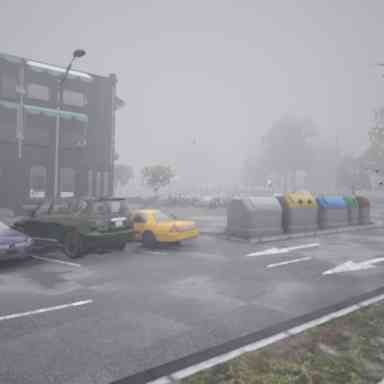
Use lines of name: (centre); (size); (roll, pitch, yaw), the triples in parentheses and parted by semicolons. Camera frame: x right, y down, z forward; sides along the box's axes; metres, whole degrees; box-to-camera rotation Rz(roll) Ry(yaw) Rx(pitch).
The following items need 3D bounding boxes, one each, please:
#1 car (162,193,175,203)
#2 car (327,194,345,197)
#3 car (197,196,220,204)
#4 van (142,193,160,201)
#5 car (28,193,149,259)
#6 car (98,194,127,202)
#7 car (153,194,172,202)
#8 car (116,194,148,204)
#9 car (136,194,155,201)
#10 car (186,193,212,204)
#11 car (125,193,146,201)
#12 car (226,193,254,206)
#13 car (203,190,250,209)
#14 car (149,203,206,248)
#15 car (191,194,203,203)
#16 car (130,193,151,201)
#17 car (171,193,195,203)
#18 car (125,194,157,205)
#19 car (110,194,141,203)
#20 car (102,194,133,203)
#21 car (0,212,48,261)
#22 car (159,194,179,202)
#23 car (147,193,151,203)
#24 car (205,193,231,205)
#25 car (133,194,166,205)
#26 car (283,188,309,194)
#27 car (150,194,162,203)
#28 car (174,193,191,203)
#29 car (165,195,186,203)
car: (-1.090, 0.976, 41.629); (2.185, 1.767, 4.553); (0, -1, 35)
car: (18.746, 1.338, 42.855); (2.435, 2.045, 5.566); (1, -2, 35)
car: (3.219, 1.594, 65.176); (2.231, 1.521, 4.892); (1, -2, 35)
van: (-10.466, 1.375, 85.151); (1.878, 1.987, 4.442); (1, -2, 35)
car: (-4.633, 1.200, 12.642); (5.566, 2.045, 2.435); (-1, 0, 35)
car: (-14.544, 1.137, 61.134); (2.163, 1.488, 4.792); (0, -1, 35)
car: (-7.121, 1.469, 80.062); (2.185, 1.767, 4.553); (1, -2, 35)
car: (-9.597, 1.100, 53.656); (1.946, 1.575, 5.366); (1, 0, 35)
car: (-12.230, 1.472, 87.558); (2.185, 1.767, 4.553); (1, -2, 35)
car: (1.499, 1.342, 67.643); (2.435, 2.045, 5.566); (1, -2, 35)
car: (-15.688, 1.345, 92.533); (2.435, 2.045, 5.566); (1, -2, 35)
car: (8.395, 1.340, 57.706); (2.435, 2.045, 5.566); (1, -2, 35)
car: (3.979, 0.849, 34.332); (2.435, 2.045, 5.566); (1, 0, 35)
car: (-2.290, 1.432, 14.480); (5.366, 1.575, 1.946); (-1, 0, 35)
car: (2.299, 1.141, 36.788); (2.002, 1.452, 4.674); (1, 0, 35)
car: (-13.978, 1.344, 89.994); (2.435, 2.045, 5.566); (1, -1, 35)
car: (-1.906, 1.345, 72.659); (2.435, 2.045, 5.566); (1, -2, 35)
car: (-7.805, 1.104, 51.375); (2.097, 1.535, 5.008); (0, -1, 36)
car: (-11.185, 1.105, 56.247); (2.097, 1.535, 5.008); (1, 0, 35)
car: (-12.967, 1.101, 58.520); (1.946, 1.575, 5.366); (1, 0, 35)
car: (-7.067, 1.504, 10.887); (4.674, 1.452, 2.002); (-1, -1, 35)
car: (-5.389, 1.469, 77.577); (2.185, 1.767, 4.553); (1, -2, 35)
car: (-4.440, 1.104, 46.510); (2.231, 1.521, 4.892); (0, -1, 35)
car: (4.984, 1.343, 62.724); (2.435, 2.045, 5.566); (1, -2, 35)
car: (-6.139, 1.133, 48.921); (2.163, 1.488, 4.792); (1, 0, 35)
car: (17.668, 0.110, 56.515); (1.812, 1.442, 4.674); (2, 3, -34)
car: (-2.656, 1.102, 44.238); (1.946, 1.575, 5.366); (0, -1, 35)
car: (0.610, 1.103, 39.216); (2.231, 1.521, 4.892); (0, -1, 35)
car: (-3.672, 1.624, 75.087); (2.163, 1.488, 4.792); (1, -2, 35)
